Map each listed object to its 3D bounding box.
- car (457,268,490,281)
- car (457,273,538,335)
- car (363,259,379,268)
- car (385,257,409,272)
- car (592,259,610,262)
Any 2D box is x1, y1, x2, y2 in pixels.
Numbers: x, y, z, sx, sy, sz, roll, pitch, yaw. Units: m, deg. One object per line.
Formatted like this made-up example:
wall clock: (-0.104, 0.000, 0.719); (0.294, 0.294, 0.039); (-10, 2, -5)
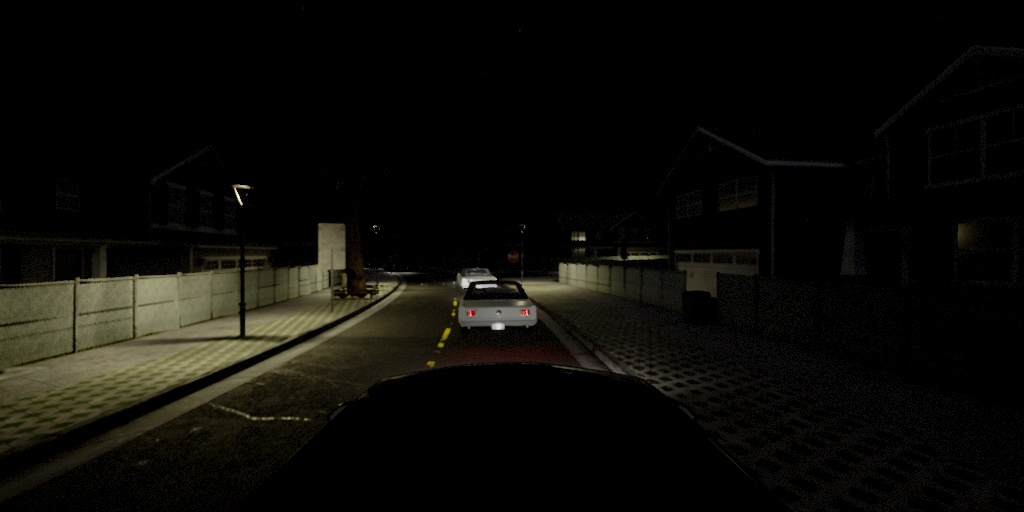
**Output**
car: (-2.164, 1.340, 20.725); (1.895, 1.301, 4.718); (0, 0, -12)
car: (-0.530, 1.348, 10.540); (1.895, 1.301, 4.718); (0, 0, -6)
car: (-22.745, 1.220, 57.115); (1.837, 1.490, 4.892); (0, 0, -39)
car: (-14.290, 1.066, 44.522); (2.097, 1.767, 4.553); (0, 0, -30)
car: (9.264, 1.033, 36.972); (5.357, 1.411, 2.033); (-1, 1, -13)
